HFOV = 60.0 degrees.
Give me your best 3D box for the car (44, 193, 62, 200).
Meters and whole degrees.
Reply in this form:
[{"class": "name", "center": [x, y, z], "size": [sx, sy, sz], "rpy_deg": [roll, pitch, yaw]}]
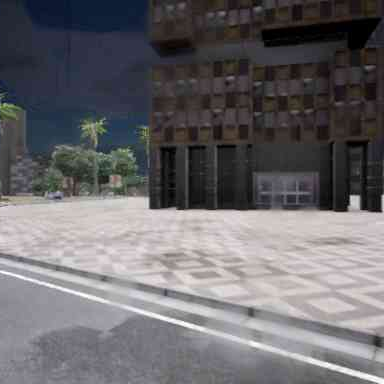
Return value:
[{"class": "car", "center": [-31.037, 0.975, 74.380], "size": [2.097, 1.767, 4.553], "rpy_deg": [0, 1, 11]}]
